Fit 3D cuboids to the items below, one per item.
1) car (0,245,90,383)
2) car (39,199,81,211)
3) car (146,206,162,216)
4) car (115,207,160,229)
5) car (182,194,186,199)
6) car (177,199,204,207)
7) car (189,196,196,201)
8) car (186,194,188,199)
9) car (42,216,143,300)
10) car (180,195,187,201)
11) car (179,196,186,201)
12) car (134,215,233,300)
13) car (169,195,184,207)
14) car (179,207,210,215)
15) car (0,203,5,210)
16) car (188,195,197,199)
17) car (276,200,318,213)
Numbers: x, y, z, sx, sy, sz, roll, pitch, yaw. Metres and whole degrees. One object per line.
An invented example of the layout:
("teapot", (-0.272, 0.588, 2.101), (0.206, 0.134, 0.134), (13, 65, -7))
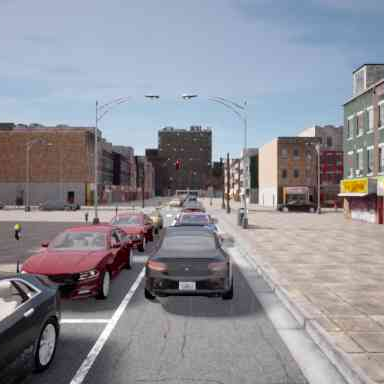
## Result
("car", (-2.628, 1.552, 2.942), (2.008, 1.369, 4.403), (0, 0, 0))
("car", (-14.473, 1.505, 36.536), (4.181, 1.385, 1.994), (0, 0, 0))
("car", (-2.600, 1.540, 19.255), (1.752, 1.417, 4.829), (0, 0, 0))
("car", (-2.609, 1.553, 13.931), (1.887, 1.381, 4.507), (0, 0, 0))
("car", (-2.533, 1.411, 56.826), (2.192, 1.841, 5.009), (0, 0, 0))
("car", (0.157, 1.530, 25.967), (1.837, 1.490, 4.892), (0, 0, 2))
("car", (0.164, 1.817, 92.089), (1.895, 1.301, 4.718), (0, 0, 0))
("car", (-2.496, 1.695, 78.431), (1.752, 1.417, 4.829), (0, 0, 0))
("car", (-2.619, 1.548, 8.436), (1.887, 1.381, 4.507), (0, 0, 0))
("car", (-2.466, 1.672, 94.935), (1.967, 1.590, 4.097), (0, 0, 0))
("car", (-2.476, 1.757, 89.490), (1.887, 1.381, 4.507), (0, 0, 0))
("car", (-0.041, 1.529, 8.302), (1.812, 1.442, 4.674), (0, 0, 1))
("car", (-2.544, 1.606, 51.212), (1.752, 1.417, 4.829), (0, 0, 0))
("car", (0.122, 1.611, 15.666), (1.895, 1.301, 4.718), (0, 0, 0))
("car", (-23.224, 1.383, 36.508), (4.892, 1.490, 1.837), (0, 0, 0))
("car", (0.146, 1.539, 81.908), (2.097, 1.767, 4.553), (0, 0, 0))
("car", (12.521, 1.685, 39.575), (5.008, 1.535, 1.882), (1, 0, 0))
